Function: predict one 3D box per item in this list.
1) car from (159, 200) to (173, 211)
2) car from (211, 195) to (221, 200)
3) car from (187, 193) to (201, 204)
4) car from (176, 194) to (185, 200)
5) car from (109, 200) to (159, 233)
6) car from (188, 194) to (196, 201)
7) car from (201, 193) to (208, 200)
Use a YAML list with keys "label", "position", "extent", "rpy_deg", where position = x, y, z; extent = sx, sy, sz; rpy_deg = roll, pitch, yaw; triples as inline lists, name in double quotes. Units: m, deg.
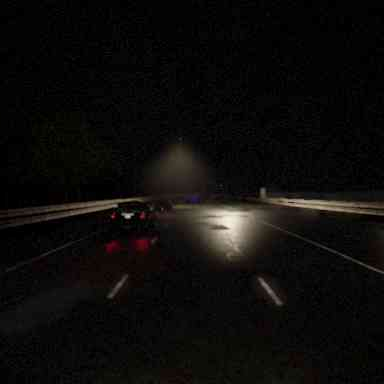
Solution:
- label: "car"
  position: [-3.380, 1.608, 40.444]
  extent: [1.895, 1.301, 4.718]
  rpy_deg: [0, 0, 0]
- label: "car"
  position: [7.053, 1.705, 94.832]
  extent: [1.895, 1.301, 4.718]
  rpy_deg: [0, 0, 0]
- label: "car"
  position: [0.134, 1.279, 65.919]
  extent: [2.150, 2.045, 5.566]
  rpy_deg: [0, 0, 0]
- label: "car"
  position: [-3.448, 1.587, 94.391]
  extent: [1.882, 1.535, 5.008]
  rpy_deg: [0, 0, 0]
- label: "car"
  position: [-3.391, 1.332, 19.720]
  extent: [2.097, 1.767, 4.553]
  rpy_deg: [0, 0, 0]
- label: "car"
  position: [0.049, 1.457, 87.481]
  extent: [2.097, 1.767, 4.553]
  rpy_deg: [0, 0, 0]
- label: "car"
  position: [3.553, 1.465, 94.775]
  extent: [2.097, 1.767, 4.553]
  rpy_deg: [0, 0, 0]
